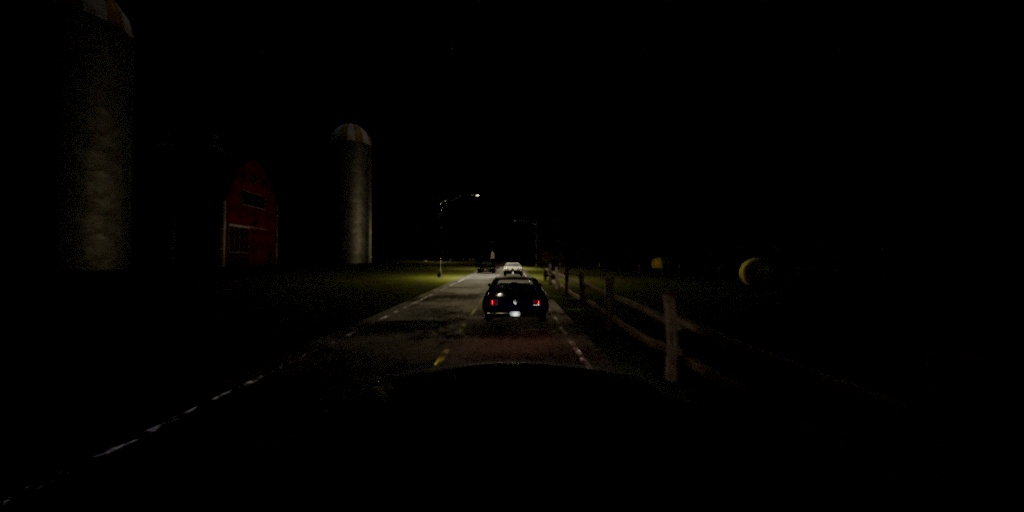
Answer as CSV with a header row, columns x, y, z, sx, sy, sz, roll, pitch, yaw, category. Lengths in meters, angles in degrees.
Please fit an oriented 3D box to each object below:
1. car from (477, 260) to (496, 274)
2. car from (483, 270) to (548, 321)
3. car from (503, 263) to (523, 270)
x,y,z,sx,sy,sz,roll,pitch,yaw,category
-2.845,1.203,41.016,1.882,1.535,5.008,0,0,0,car
0.098,1.340,12.349,1.895,1.301,4.718,0,0,0,car
0.096,1.328,36.433,1.895,1.301,4.718,0,0,0,car
